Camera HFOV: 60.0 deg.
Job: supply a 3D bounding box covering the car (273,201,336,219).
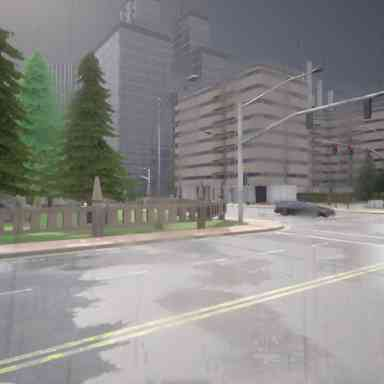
[{"bbox_3d":[9.822,1.547,29.441,2.033,1.411,5.357,0,0,-38],"label":"car"}]
